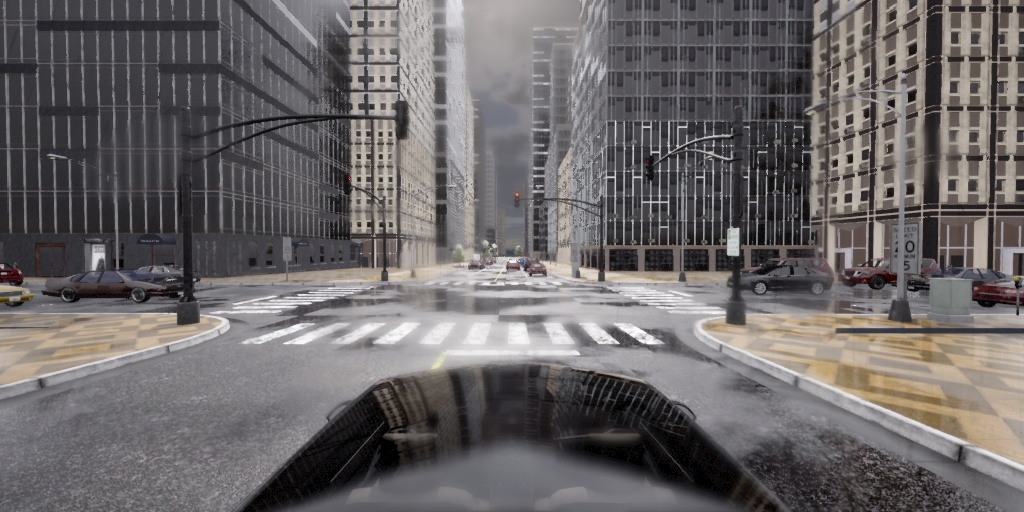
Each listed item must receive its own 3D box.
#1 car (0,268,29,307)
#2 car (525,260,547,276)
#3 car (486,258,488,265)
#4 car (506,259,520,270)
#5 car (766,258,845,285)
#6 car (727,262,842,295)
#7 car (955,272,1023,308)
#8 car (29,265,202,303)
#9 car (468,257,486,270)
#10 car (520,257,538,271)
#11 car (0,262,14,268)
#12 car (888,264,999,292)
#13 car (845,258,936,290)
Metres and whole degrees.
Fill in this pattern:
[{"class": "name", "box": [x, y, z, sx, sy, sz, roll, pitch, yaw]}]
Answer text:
[{"class": "car", "box": [-21.250, 1.301, 13.593, 4.829, 1.417, 1.751, 0, 0, 0]}, {"class": "car", "box": [2.563, 1.319, 35.930, 1.802, 1.307, 4.207, 0, 0, 0]}, {"class": "car", "box": [-5.264, 1.307, 58.011, 1.802, 1.307, 4.207, 0, 0, 0]}, {"class": "car", "box": [0.148, 1.291, 53.794, 1.994, 1.385, 4.181, 0, 0, 0]}, {"class": "car", "box": [16.579, 1.024, 21.783, 5.009, 1.841, 2.192, 0, 0, 0]}, {"class": "car", "box": [14.189, 1.250, 19.162, 4.892, 1.490, 1.837, 0, 1, 1]}, {"class": "car", "box": [20.191, 1.417, 13.650, 4.207, 1.307, 1.802, 0, 0, 0]}, {"class": "car", "box": [-17.619, 1.290, 16.180, 5.357, 1.411, 2.033, 0, 1, 0]}, {"class": "car", "box": [-5.269, 1.168, 52.486, 1.967, 1.591, 4.097, 0, 0, 0]}, {"class": "car", "box": [2.594, 1.046, 46.979, 2.192, 1.841, 5.009, 0, 0, 0]}, {"class": "car", "box": [-32.547, 1.078, 21.645, 4.097, 1.591, 1.967, 0, 0, 0]}, {"class": "car", "box": [24.012, 1.305, 19.190, 5.357, 1.411, 2.033, 0, 1, 0]}, {"class": "car", "box": [22.911, 1.032, 21.792, 5.009, 1.841, 2.192, 0, 0, 0]}]
